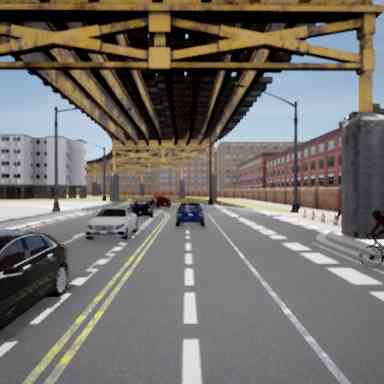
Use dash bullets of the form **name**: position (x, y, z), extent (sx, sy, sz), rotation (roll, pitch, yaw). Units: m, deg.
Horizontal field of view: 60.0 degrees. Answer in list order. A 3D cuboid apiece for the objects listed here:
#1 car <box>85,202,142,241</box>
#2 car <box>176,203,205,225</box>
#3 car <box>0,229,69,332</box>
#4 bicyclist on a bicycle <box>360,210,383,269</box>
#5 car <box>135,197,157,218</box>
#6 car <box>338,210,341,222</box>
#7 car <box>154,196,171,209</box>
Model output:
- **car**: position (-3.815, 1.440, 16.475), extent (1.812, 1.442, 4.674), rotation (0, 0, -1)
- **car**: position (-0.122, 1.430, 22.665), extent (2.033, 1.411, 5.357), rotation (0, 0, -1)
- **car**: position (-3.650, 1.476, 5.651), extent (1.837, 1.490, 4.892), rotation (0, 0, -1)
- **bicyclist on a bicycle**: position (5.514, 1.322, 9.454), extent (1.656, 1.620, 0.582), rotation (-9, 0, -1)
- **car**: position (-4.257, 1.418, 28.212), extent (1.994, 1.385, 4.181), rotation (0, 0, -5)
- **car**: position (12.070, 1.185, 21.250), extent (4.536, 1.218, 1.853), rotation (0, 0, 29)
- **car**: position (-4.383, 1.262, 41.795), extent (1.882, 1.535, 5.008), rotation (0, -1, -28)
